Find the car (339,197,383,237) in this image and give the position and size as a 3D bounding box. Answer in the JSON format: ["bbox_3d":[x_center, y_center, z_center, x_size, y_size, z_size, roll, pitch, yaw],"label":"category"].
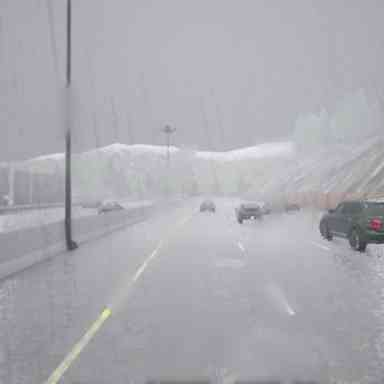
[{"bbox_3d":[11.252,1.386,20.447,2.150,2.045,5.566,0,0,3],"label":"car"}]

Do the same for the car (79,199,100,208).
[{"bbox_3d":[-18.297,1.971,59.619,2.033,1.411,5.357,0,0,3],"label":"car"}]

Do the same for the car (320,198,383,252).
[{"bbox_3d":[7.495,1.337,14.540,2.150,2.045,5.566,0,0,2],"label":"car"}]

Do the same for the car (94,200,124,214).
[{"bbox_3d":[-9.025,1.831,37.240,1.994,1.385,4.181,0,0,3],"label":"car"}]

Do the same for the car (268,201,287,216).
[{"bbox_3d":[8.678,1.845,36.644,1.994,1.385,4.181,0,0,3],"label":"car"}]

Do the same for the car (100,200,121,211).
[{"bbox_3d":[-11.851,1.875,48.720,1.812,1.442,4.674,0,0,3],"label":"car"}]

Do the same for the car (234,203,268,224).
[{"bbox_3d":[4.598,1.705,26.966,1.837,1.490,4.892,0,-2,3],"label":"car"}]

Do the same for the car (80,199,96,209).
[{"bbox_3d":[-15.204,1.913,51.416,2.033,1.411,5.357,0,0,3],"label":"car"}]

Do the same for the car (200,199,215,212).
[{"bbox_3d":[2.045,1.922,43.017,1.895,1.301,4.718,0,0,3],"label":"car"}]

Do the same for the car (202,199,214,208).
[{"bbox_3d":[2.848,1.990,59.344,2.033,1.411,5.357,0,0,3],"label":"car"}]

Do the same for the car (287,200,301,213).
[{"bbox_3d":[12.553,1.836,42.790,1.837,1.490,4.892,0,0,3],"label":"car"}]
